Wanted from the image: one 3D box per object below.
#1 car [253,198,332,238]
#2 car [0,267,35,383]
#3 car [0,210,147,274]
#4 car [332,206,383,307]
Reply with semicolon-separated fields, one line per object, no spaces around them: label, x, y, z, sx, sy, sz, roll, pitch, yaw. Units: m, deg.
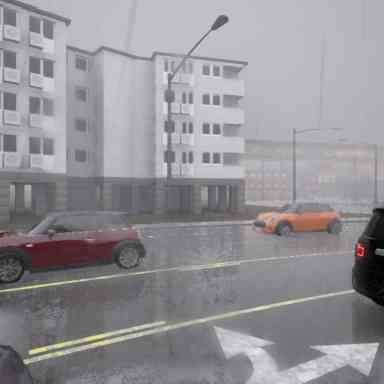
car;5.525;1.352;17.614;4.553;1.767;2.097;0;0;-18
car;-3.381;1.547;1.190;5.357;1.411;2.033;0;0;-37
car;-3.709;1.352;9.591;4.553;1.767;2.097;0;0;-29
car;5.621;1.221;6.262;5.566;2.045;2.150;0;0;-23
